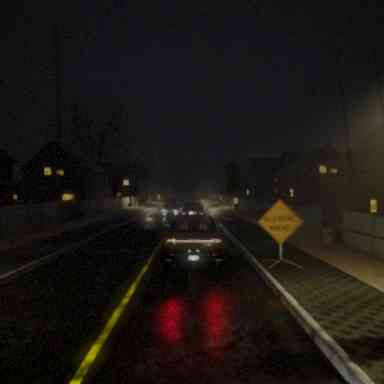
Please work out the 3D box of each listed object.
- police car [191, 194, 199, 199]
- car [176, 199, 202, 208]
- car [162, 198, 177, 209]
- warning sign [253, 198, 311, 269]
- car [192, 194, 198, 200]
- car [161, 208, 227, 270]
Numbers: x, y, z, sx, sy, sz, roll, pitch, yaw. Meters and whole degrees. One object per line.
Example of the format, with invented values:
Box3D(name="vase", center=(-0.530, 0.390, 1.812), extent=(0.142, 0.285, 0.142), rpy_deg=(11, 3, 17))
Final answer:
Box3D(name="police car", center=(0.775, 1.404, 84.519), extent=(1.930, 1.638, 5.238), rpy_deg=(0, 0, 0))
Box3D(name="car", center=(0.048, 1.554, 26.195), extent=(2.033, 1.411, 5.357), rpy_deg=(0, 0, 0))
Box3D(name="car", center=(-2.868, 1.529, 44.746), extent=(1.812, 1.442, 4.674), rpy_deg=(0, 0, 0))
Box3D(name="warning sign", center=(2.497, 1.120, 9.418), extent=(1.300, 1.860, 1.060), rpy_deg=(-1, -1, 0))
Box3D(name="car", center=(0.769, 1.424, 94.602), extent=(1.801, 1.575, 5.366), rpy_deg=(0, 0, 0))
Box3D(name="car", center=(0.055, 1.497, 11.074), extent=(2.128, 1.511, 4.902), rpy_deg=(0, 0, 0))
